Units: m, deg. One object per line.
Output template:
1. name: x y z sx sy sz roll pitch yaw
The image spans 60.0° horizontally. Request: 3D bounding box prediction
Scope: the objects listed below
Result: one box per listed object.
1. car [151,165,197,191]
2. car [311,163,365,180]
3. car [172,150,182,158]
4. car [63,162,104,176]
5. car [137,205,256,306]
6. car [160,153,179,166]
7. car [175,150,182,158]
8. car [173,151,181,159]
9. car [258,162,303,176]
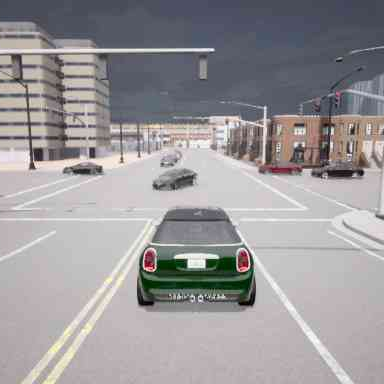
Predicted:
1. car: -1.270 -1.038 25.629 1.837 1.490 4.892 2 9 27
2. car: 14.096 -2.039 32.306 4.892 1.490 1.837 0 8 0
3. car: -3.383 -8.946 77.551 2.097 1.767 4.553 0 8 0
4. car: -11.701 -2.512 35.912 4.181 1.385 1.994 0 8 0
5. car: 0.087 1.074 7.671 2.097 1.767 4.553 0 4 0
6. car: -3.539 -4.523 48.870 2.128 1.511 4.902 0 8 1
7. car: -3.409 -7.272 67.502 1.812 1.442 4.674 0 8 1
8. car: -3.492 -5.932 58.207 1.882 1.535 5.008 0 9 0
9. car: 9.499 -2.541 35.807 4.674 1.442 1.812 0 8 0
